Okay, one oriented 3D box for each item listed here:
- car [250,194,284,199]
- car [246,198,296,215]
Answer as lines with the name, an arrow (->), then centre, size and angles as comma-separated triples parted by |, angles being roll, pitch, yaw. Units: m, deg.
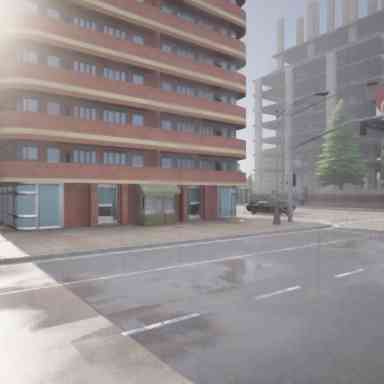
car -> 8.774, 1.219, 37.025 | 2.150, 2.045, 5.566 | 0, 0, -36
car -> 7.619, 1.598, 32.681 | 1.895, 1.301, 4.718 | 0, 0, -36
